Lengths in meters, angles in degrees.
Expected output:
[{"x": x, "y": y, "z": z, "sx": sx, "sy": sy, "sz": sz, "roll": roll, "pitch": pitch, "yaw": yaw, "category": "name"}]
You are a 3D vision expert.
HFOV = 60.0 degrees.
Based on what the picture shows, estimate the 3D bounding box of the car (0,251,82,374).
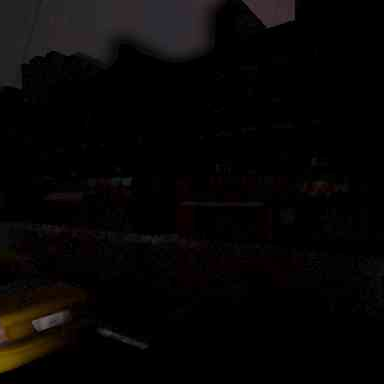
[{"x": -3.575, "y": 1.525, "z": 5.371, "sx": 4.829, "sy": 1.417, "sz": 1.752, "roll": 0, "pitch": -1, "yaw": 36, "category": "car"}]

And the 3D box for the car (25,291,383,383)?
[{"x": 1.075, "y": 1.564, "z": 2.054, "sx": 4.313, "sy": 1.339, "sz": 1.947, "roll": 0, "pitch": -1, "yaw": 36, "category": "car"}]
